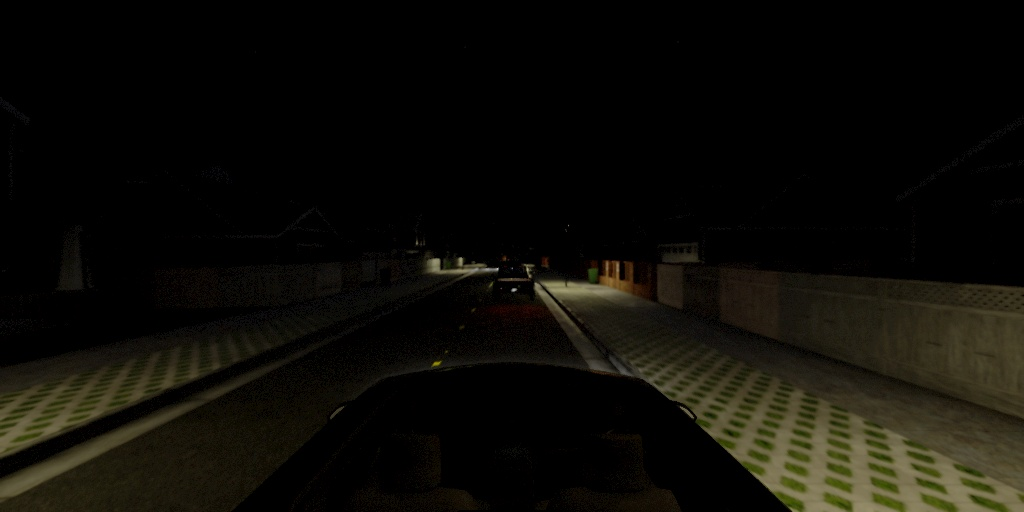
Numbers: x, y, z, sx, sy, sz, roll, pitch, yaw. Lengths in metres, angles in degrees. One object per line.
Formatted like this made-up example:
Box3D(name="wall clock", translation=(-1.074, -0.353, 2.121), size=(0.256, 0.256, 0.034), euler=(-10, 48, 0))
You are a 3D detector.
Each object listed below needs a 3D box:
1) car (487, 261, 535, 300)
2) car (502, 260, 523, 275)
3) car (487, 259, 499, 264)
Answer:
Box3D(name="car", translation=(0.082, 1.178, 17.158), size=(2.128, 1.511, 4.902), euler=(0, 0, 0))
Box3D(name="car", translation=(0.066, 1.164, 37.092), size=(1.994, 1.385, 4.181), euler=(0, 0, 0))
Box3D(name="car", translation=(-2.799, 1.121, 54.846), size=(1.895, 1.301, 4.718), euler=(0, 0, 0))
